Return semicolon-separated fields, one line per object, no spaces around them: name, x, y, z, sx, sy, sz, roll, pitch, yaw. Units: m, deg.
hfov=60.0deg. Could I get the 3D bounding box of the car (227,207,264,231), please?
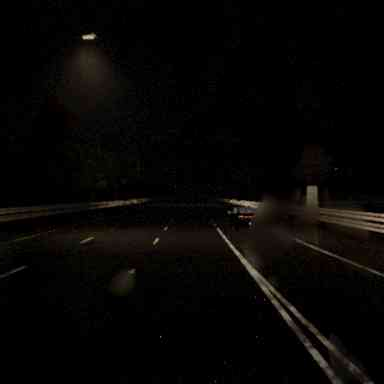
car;3.494;1.713;22.219;2.128;1.511;4.902;0;-1;0
